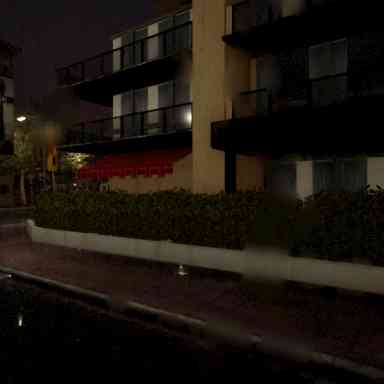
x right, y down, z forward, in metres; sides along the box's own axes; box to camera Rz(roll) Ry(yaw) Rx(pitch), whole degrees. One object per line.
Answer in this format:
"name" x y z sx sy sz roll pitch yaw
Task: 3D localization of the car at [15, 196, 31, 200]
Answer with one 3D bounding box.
"car" -35.696 1.481 67.692 4.892 1.521 2.231 0 0 36
